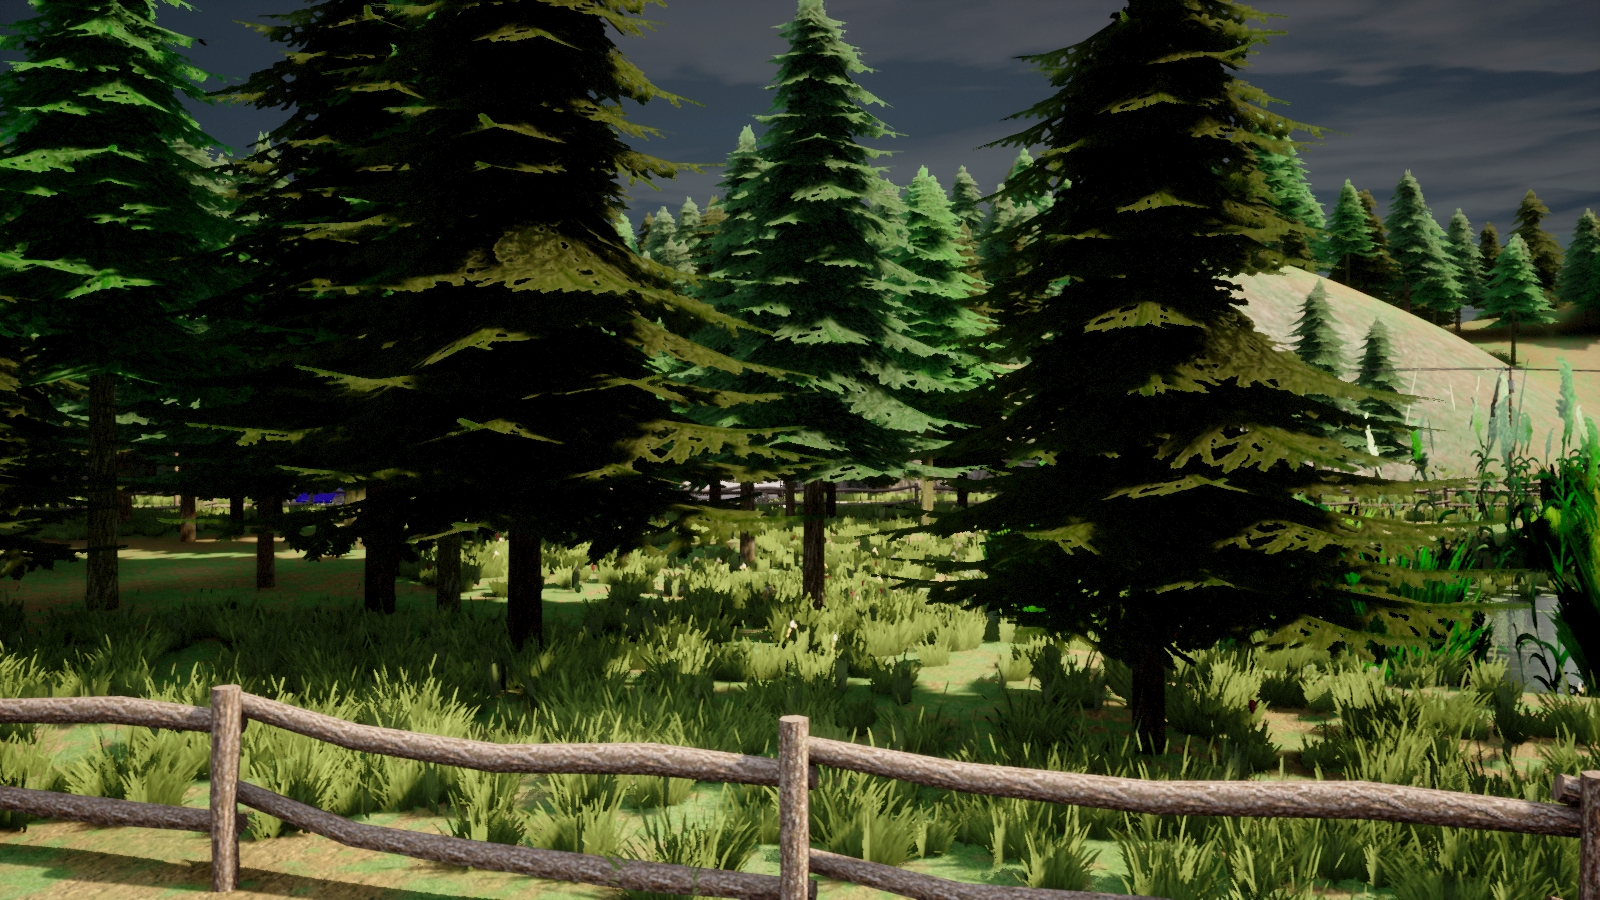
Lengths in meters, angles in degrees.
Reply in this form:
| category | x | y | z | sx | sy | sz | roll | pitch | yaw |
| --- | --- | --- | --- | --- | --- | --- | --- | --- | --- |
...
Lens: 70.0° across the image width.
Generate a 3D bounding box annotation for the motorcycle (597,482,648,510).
| category | x | y | z | sx | sy | sz | roll | pitch | yaw |
| --- | --- | --- | --- | --- | --- | --- | --- | --- | --- |
| motorcycle | -8.417 | 2.179 | 54.101 | 2.209 | 1.251 | 0.867 | 0 | 0 | 14 |
